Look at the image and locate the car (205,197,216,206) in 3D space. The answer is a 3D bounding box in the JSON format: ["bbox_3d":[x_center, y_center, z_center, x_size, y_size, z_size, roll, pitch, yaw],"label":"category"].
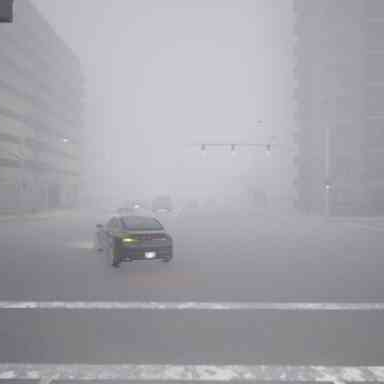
[{"bbox_3d":[3.491,1.772,62.260,1.837,1.490,4.892,0,0,0],"label":"car"}]

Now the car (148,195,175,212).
[{"bbox_3d":[-3.611,1.397,40.905,2.150,2.045,5.566,0,0,1],"label":"car"}]

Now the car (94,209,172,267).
[{"bbox_3d":[-2.194,1.557,11.772,1.837,1.490,4.892,2,-1,-24],"label":"car"}]

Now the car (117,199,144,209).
[{"bbox_3d":[-7.105,1.709,37.663,2.033,1.411,5.357,0,0,0],"label":"car"}]

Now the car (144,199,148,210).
[{"bbox_3d":[-7.080,1.681,47.486,1.882,1.535,5.008,0,0,0],"label":"car"}]

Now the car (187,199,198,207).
[{"bbox_3d":[0.082,1.805,56.394,1.994,1.385,4.181,0,0,0],"label":"car"}]
